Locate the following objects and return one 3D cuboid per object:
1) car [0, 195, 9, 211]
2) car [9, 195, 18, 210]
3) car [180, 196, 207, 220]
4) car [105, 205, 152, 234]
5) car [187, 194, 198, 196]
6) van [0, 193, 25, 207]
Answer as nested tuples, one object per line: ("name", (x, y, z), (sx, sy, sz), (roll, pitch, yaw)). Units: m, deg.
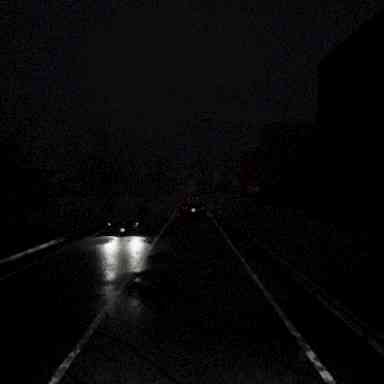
("car", (-21.932, 1.319, 33.457), (5.366, 1.575, 1.946), (0, 0, 0))
("car", (-22.151, 1.339, 36.234), (4.792, 1.488, 2.163), (0, 0, 0))
("car", (0.099, 1.297, 26.115), (2.163, 1.488, 4.792), (0, 1, 0))
("car", (-3.350, 1.428, 18.721), (2.033, 1.411, 5.357), (0, 1, 0))
("car", (0.095, 0.944, 42.124), (2.033, 1.411, 5.357), (0, -4, 0))
("van", (-22.008, 1.072, 39.007), (4.442, 1.987, 1.878), (0, 0, 0))
